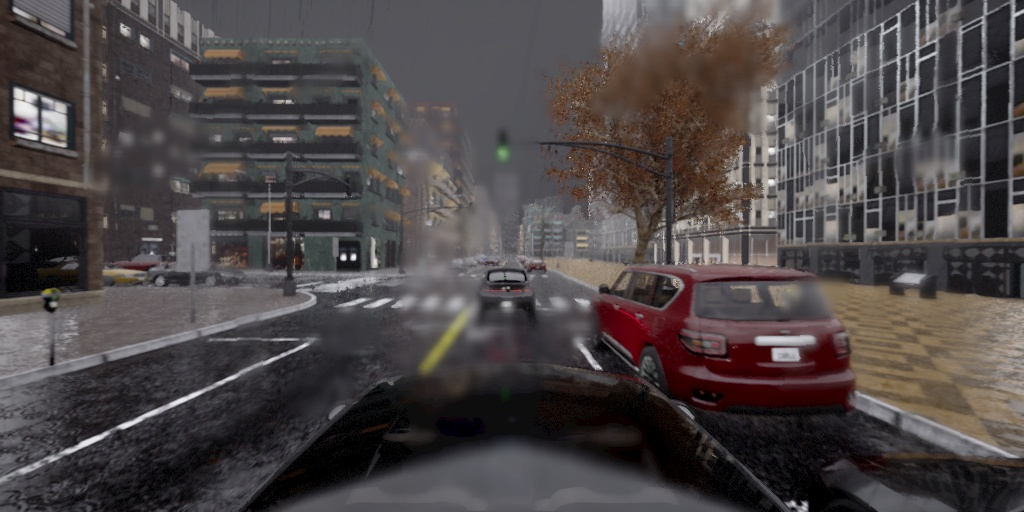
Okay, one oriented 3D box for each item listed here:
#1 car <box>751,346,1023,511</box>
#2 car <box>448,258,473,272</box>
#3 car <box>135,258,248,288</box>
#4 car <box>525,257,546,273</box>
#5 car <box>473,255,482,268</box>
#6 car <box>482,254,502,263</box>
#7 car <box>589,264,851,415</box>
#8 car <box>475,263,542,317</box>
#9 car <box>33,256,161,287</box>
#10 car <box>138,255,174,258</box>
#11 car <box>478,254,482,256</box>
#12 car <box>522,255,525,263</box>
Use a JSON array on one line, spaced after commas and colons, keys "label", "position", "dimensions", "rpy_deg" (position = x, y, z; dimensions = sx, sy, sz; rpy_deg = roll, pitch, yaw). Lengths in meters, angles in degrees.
[{"label": "car", "position": [2.692, 1.327, 0.393], "dimensions": [1.948, 1.339, 4.313], "rpy_deg": [0, 0, 0]}, {"label": "car", "position": [-5.714, 1.006, 38.297], "dimensions": [2.007, 1.370, 4.403], "rpy_deg": [0, 0, 0]}, {"label": "car", "position": [-16.447, 0.948, 18.873], "dimensions": [4.403, 1.370, 2.007], "rpy_deg": [0, 0, -1]}, {"label": "car", "position": [2.666, 1.000, 38.303], "dimensions": [1.888, 1.381, 4.507], "rpy_deg": [0, 0, 0]}, {"label": "car", "position": [-5.722, 0.924, 49.362], "dimensions": [2.007, 1.370, 4.403], "rpy_deg": [0, 0, 0]}, {"label": "car", "position": [-3.108, 0.686, 54.827], "dimensions": [2.097, 1.767, 4.553], "rpy_deg": [0, 0, 0]}, {"label": "car", "position": [2.689, 1.030, 5.916], "dimensions": [2.192, 1.841, 5.009], "rpy_deg": [0, 0, 0]}, {"label": "car", "position": [-0.246, 1.163, 12.785], "dimensions": [1.837, 1.490, 4.892], "rpy_deg": [0, 0, -3]}, {"label": "car", "position": [-21.844, 0.847, 18.813], "dimensions": [4.829, 1.417, 1.751], "rpy_deg": [0, 0, -1]}, {"label": "car", "position": [-27.639, 0.624, 27.131], "dimensions": [4.097, 1.591, 1.967], "rpy_deg": [0, 0, -1]}, {"label": "car", "position": [-5.729, 0.734, 60.427], "dimensions": [1.967, 1.591, 4.097], "rpy_deg": [0, 0, 0]}, {"label": "car", "position": [2.658, 0.898, 49.538], "dimensions": [1.751, 1.417, 4.829], "rpy_deg": [0, 0, 0]}]
